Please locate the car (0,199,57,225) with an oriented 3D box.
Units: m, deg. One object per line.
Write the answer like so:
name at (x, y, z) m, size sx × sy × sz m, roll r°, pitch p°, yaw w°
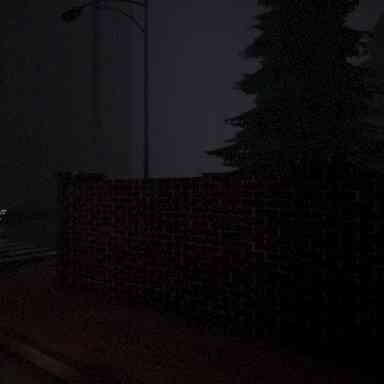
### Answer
car at (-11.608, 1.276, 23.287) m, size 2.097 × 1.767 × 4.553 m, roll 0°, pitch 0°, yaw 35°
